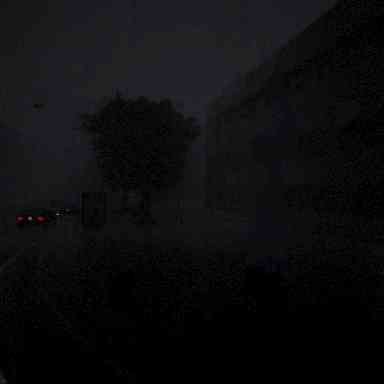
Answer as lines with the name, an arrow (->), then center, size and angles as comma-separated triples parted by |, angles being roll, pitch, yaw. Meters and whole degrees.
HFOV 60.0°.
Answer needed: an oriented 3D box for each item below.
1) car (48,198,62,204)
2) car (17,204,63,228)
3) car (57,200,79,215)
car -> -21.751, 1.835, 53.208 | 1.837, 1.490, 4.892 | 1, 1, -13
car -> -11.123, 1.830, 24.186 | 2.033, 1.411, 5.357 | 1, -1, -13
car -> -15.122, 2.117, 41.109 | 1.994, 1.385, 4.181 | 1, 0, -13
